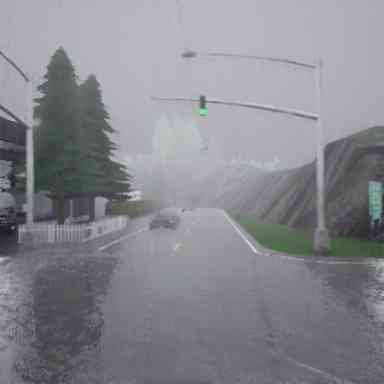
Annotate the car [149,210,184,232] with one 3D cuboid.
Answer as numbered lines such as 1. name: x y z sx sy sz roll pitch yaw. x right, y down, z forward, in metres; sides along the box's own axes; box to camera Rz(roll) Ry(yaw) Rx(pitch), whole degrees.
1. car: -1.946 2.147 24.723 1.895 1.301 4.718 -1 -1 3

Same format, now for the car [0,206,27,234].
1. car: -13.036 1.981 24.027 1.905 1.878 3.866 -1 -1 3

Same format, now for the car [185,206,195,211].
1. car: -0.421 2.436 50.805 1.994 1.385 4.181 -1 -1 3
